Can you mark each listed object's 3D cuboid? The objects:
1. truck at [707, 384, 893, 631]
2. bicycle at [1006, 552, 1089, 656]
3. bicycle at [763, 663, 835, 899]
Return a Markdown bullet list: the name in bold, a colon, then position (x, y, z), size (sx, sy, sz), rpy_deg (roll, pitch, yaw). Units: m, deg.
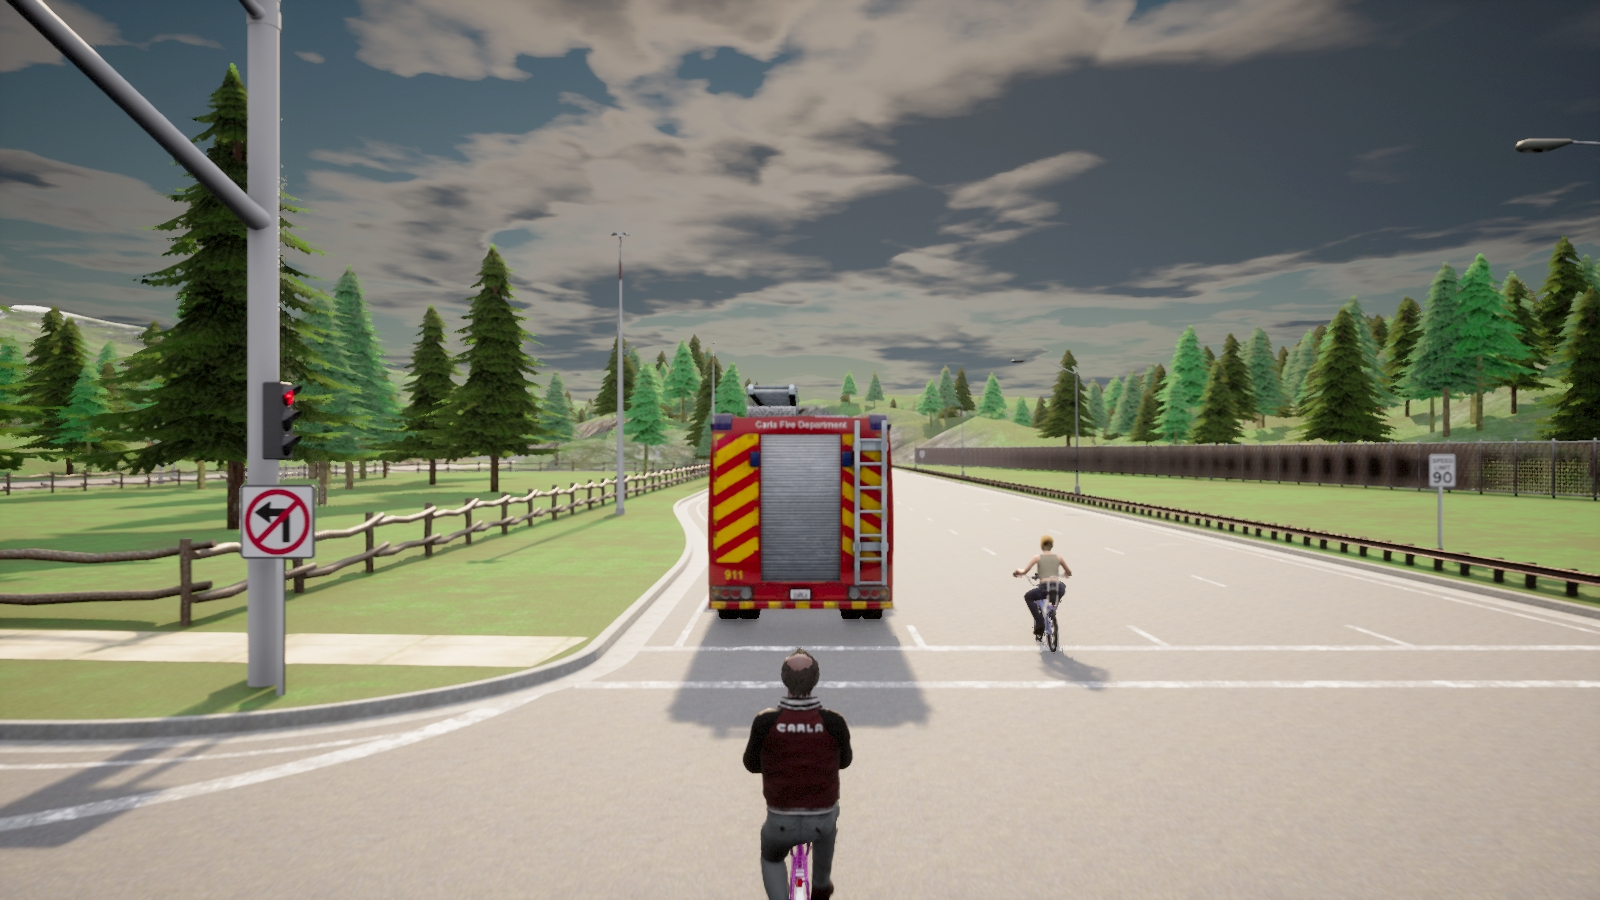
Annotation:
- **truck**: position (-0.002, 0.895, 21.927), size (2.891, 3.827, 8.468), rpy_deg (0, 0, 0)
- **bicycle**: position (3.491, 2.161, 16.258), size (0.859, 1.277, 1.487), rpy_deg (0, 0, 0)
- **bicycle**: position (-0.006, 2.061, 6.152), size (0.329, 1.471, 1.835), rpy_deg (0, 0, 0)
